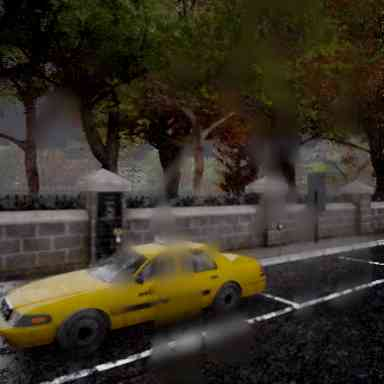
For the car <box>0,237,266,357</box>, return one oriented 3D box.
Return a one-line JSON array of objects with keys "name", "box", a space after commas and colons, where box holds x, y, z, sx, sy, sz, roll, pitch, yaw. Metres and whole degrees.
[{"name": "car", "box": [-0.757, 1.542, 6.023, 4.829, 1.417, 1.752, 0, 0, -36]}]
